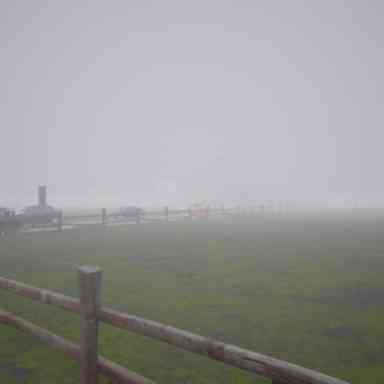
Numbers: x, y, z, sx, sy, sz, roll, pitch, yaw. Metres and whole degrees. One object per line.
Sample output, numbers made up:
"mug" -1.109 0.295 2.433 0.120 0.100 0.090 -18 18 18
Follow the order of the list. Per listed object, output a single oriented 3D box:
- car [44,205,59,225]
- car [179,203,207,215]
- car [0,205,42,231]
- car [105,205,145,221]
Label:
"car" -12.925 1.816 26.385 2.097 1.767 4.553 -1 -2 35
"car" 0.175 2.223 44.827 2.097 1.767 4.553 -1 -2 36
"car" -12.641 1.704 21.639 2.097 1.767 4.553 -1 -1 31
"car" -7.046 2.138 34.664 2.128 1.511 4.902 -1 -2 36
